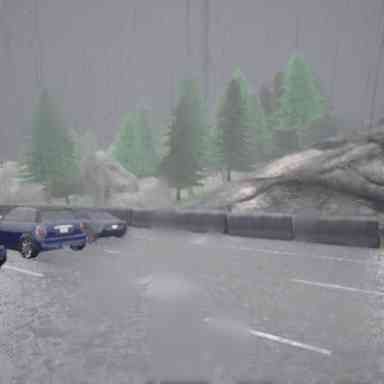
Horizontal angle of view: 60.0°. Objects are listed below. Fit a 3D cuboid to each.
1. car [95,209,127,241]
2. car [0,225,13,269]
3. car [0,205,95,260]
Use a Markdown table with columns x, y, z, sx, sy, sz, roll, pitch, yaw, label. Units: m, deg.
| x | y | z | sx | sy | sz | roll | pitch | yaw | label |
| --- | --- | --- | --- | --- | --- | --- | --- | --- | --- |
| -5.140 | 1.540 | 16.258 | 4.181 | 1.385 | 1.994 | 0 | 0 | 36 | car |
| -7.066 | 1.582 | 9.035 | 4.718 | 1.301 | 1.895 | 0 | 0 | 36 | car |
| -6.128 | 1.331 | 12.664 | 4.553 | 1.767 | 2.097 | 0 | 0 | 36 | car |
